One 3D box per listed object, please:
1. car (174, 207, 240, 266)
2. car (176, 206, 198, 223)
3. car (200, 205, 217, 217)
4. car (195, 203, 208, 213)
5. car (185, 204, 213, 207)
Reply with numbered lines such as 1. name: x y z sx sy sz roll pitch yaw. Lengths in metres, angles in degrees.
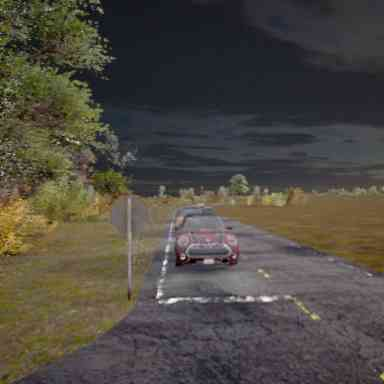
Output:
1. car: 0.428 1.620 12.591 2.097 1.767 4.553 -1 -1 -3
2. car: -0.557 2.260 34.556 2.128 1.511 4.902 -1 -1 -3
3. car: 2.159 2.498 45.094 1.812 1.442 4.674 -1 -1 -3
4. car: 1.620 2.723 57.130 1.882 1.535 5.008 -1 -1 -2
5. car: -0.015 1.843 22.385 2.097 1.767 4.553 -1 -1 -3
